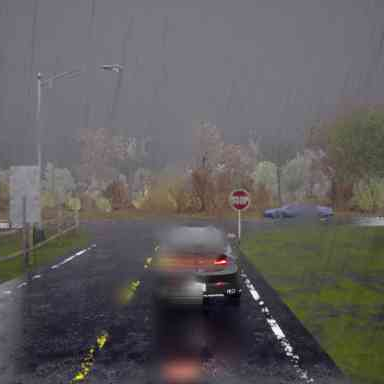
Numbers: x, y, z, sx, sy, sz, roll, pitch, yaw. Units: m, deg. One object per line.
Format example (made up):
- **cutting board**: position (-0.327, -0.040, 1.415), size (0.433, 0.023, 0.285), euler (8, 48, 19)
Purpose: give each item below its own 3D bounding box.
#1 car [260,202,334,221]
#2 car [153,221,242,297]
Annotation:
- **car**: position (8.125, 1.457, 25.891), size (5.357, 1.411, 2.033), euler (0, 0, 1)
- **car**: position (0.109, 1.504, 8.526), size (1.837, 1.490, 4.892), euler (0, 0, 0)
